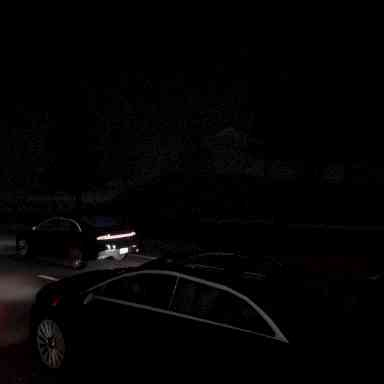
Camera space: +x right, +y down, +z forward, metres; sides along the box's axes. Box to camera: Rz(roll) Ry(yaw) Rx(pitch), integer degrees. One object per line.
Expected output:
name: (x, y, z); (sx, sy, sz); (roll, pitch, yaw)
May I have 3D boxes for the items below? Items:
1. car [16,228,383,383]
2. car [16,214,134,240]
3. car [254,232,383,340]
car: (-0.039, 1.490, 4.016); (4.902, 1.511, 2.128); (0, 0, 35)
car: (-3.941, 1.478, 11.016); (4.902, 1.511, 2.128); (0, 0, 36)
car: (3.638, 1.601, 5.696); (4.718, 1.301, 1.895); (0, 0, 36)
